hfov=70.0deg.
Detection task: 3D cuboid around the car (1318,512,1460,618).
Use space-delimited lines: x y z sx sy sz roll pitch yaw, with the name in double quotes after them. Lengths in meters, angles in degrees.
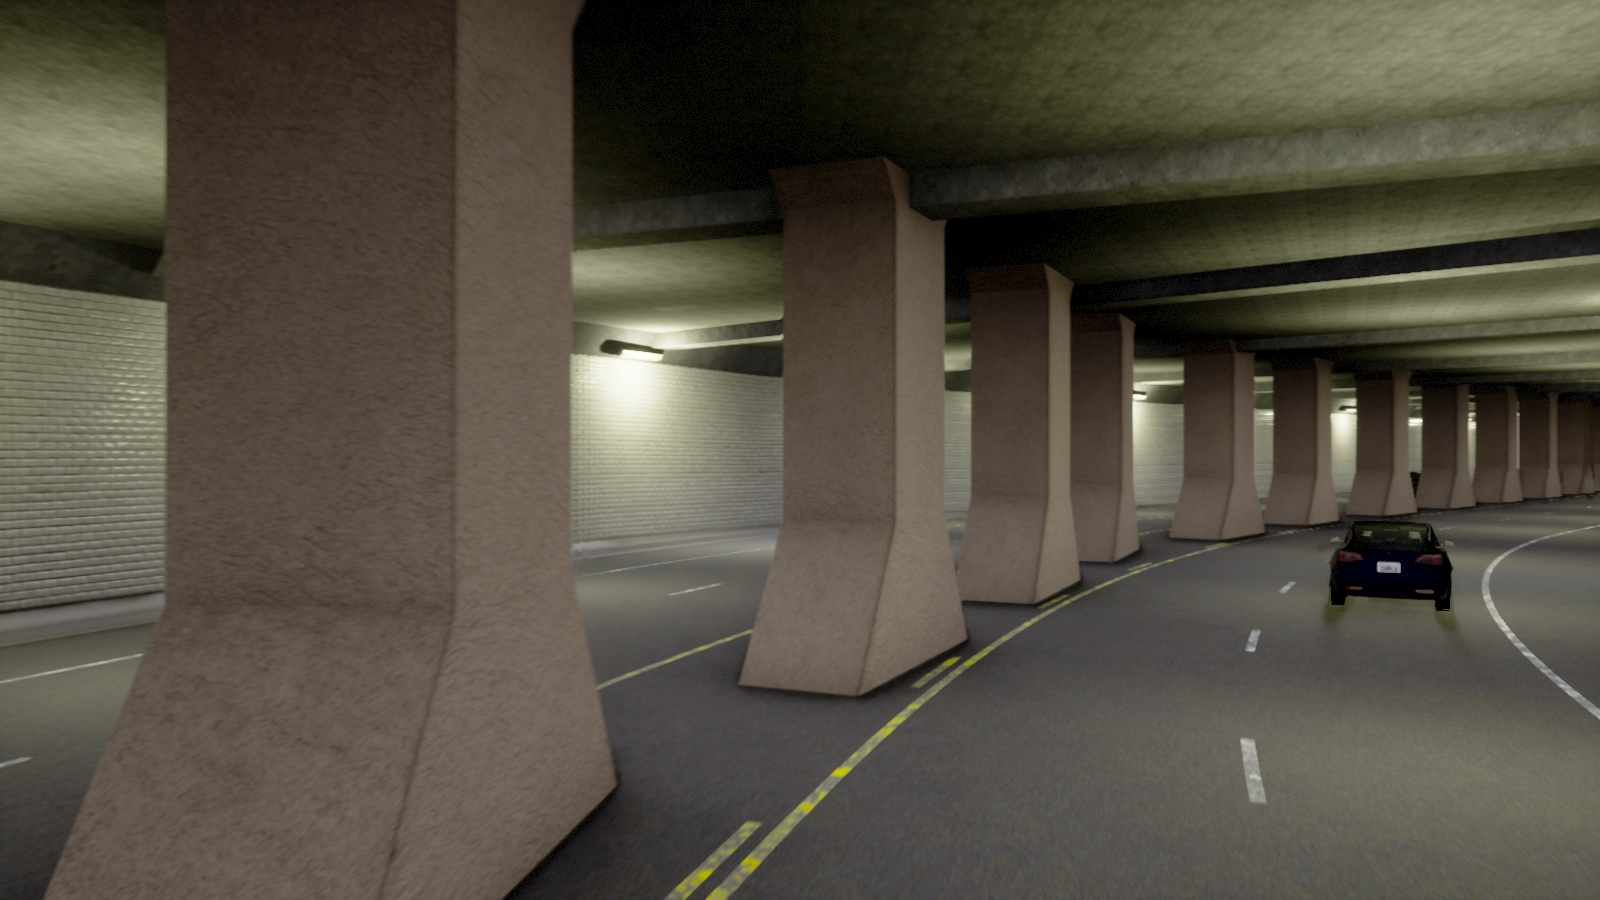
11.215 2.071 21.760 2.163 1.488 4.792 0 0 28 "car"
